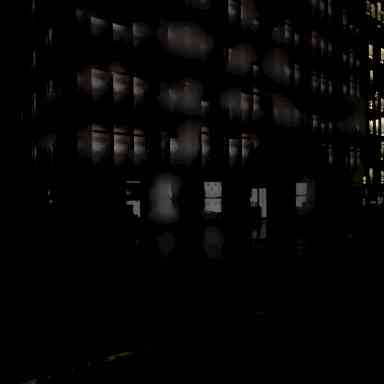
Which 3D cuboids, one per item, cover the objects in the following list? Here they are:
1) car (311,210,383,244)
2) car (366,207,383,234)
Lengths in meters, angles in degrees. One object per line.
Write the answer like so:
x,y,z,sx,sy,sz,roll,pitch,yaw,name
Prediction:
7.474,1.542,15.764,4.507,1.381,1.887,0,-1,-35,car
12.101,1.547,19.065,4.403,1.369,2.008,0,-1,-35,car
